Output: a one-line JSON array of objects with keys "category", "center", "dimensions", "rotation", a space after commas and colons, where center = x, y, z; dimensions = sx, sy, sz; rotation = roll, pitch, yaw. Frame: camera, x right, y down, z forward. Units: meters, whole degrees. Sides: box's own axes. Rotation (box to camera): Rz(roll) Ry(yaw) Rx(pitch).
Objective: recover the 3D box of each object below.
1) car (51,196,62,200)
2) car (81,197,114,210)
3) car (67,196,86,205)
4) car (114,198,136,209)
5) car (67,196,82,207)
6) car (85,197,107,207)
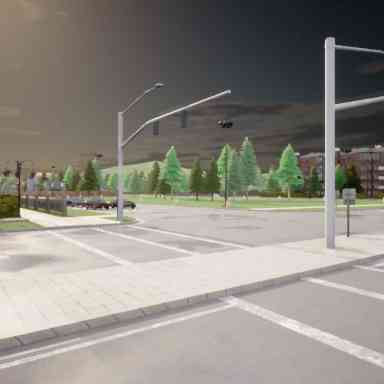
[{"category": "car", "center": [-23.482, 1.506, 58.282], "dimensions": [1.837, 1.490, 4.892], "rotation": [0, 0, -36]}, {"category": "car", "center": [-12.229, 1.602, 42.758], "dimensions": [1.895, 1.301, 4.718], "rotation": [0, 0, -36]}, {"category": "car", "center": [-21.345, 1.479, 61.321], "dimensions": [1.882, 1.535, 5.008], "rotation": [0, 0, -36]}, {"category": "car", "center": [-9.443, 1.549, 44.869], "dimensions": [2.033, 1.411, 5.357], "rotation": [0, 0, -36]}, {"category": "car", "center": [-17.641, 1.506, 50.199], "dimensions": [1.837, 1.490, 4.892], "rotation": [0, 0, -36]}, {"category": "car", "center": [-15.243, 1.507, 52.859], "dimensions": [1.837, 1.490, 4.892], "rotation": [0, 0, -36]}]
